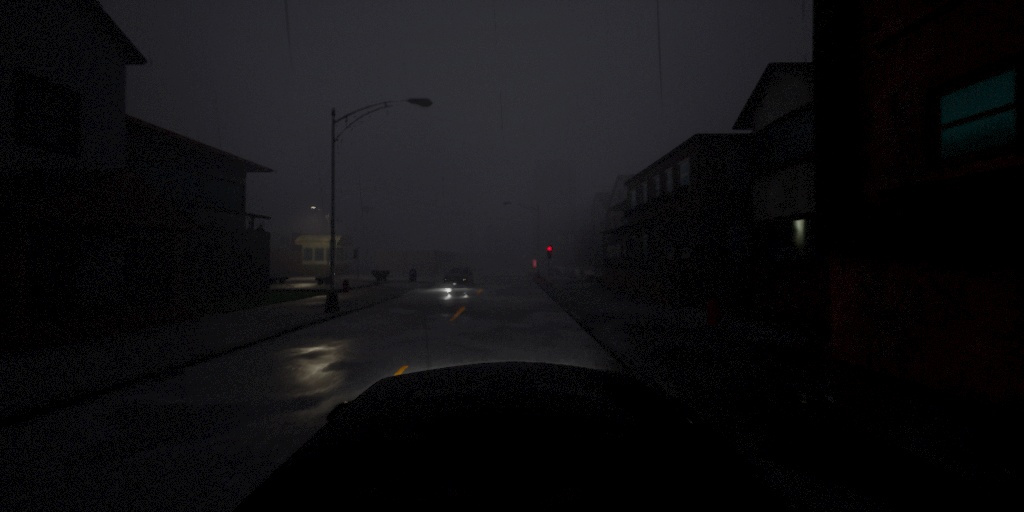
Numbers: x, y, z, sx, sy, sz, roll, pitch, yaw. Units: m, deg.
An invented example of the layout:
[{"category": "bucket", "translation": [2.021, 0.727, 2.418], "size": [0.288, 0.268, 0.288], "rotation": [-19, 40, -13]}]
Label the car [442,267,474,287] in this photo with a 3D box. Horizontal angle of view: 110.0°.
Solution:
[{"category": "car", "translation": [-3.996, 1.581, 27.623], "size": [2.033, 1.411, 5.357], "rotation": [0, -1, 0]}]

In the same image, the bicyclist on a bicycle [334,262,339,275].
[{"category": "bicyclist on a bicycle", "translation": [-21.724, 1.562, 44.064], "size": [0.582, 1.620, 1.656], "rotation": [0, 0, 0]}]
